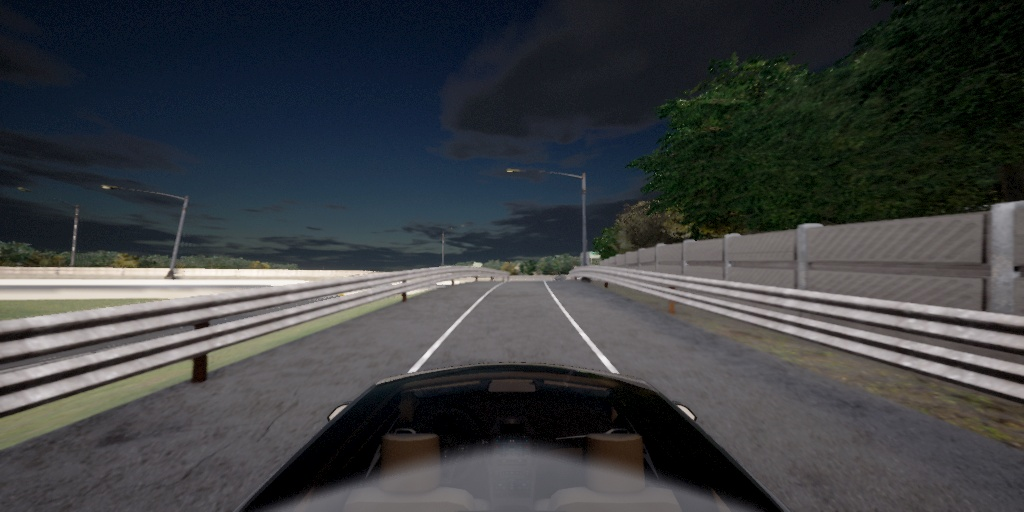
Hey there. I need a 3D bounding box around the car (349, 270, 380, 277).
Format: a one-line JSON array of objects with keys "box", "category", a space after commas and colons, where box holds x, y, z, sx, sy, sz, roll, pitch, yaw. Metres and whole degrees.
[{"box": [-21.683, 2.871, 53.539, 4.902, 1.511, 2.128, 3, -5, -34], "category": "car"}]
